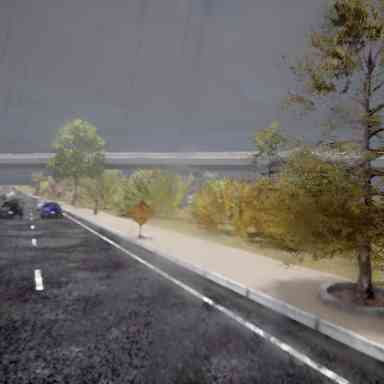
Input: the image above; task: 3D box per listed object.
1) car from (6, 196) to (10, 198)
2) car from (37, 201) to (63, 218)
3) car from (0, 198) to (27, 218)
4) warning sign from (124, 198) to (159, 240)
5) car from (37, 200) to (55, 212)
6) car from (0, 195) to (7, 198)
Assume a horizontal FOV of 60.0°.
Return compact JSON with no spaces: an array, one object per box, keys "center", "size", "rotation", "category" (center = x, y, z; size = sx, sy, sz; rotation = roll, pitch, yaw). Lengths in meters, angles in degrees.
[{"center":[-21.906,1.574,41.677],"size":[1.837,1.490,4.892],"rotation":[2,0,-26],"category":"car"},{"center":[-13.187,1.641,31.190],"size":[1.812,1.442,4.674],"rotation":[2,-1,-26],"category":"car"},{"center":[-16.212,1.557,29.991],"size":[1.812,1.442,4.674],"rotation":[2,-1,-26],"category":"car"},{"center":[-2.407,1.267,15.746],"size":[1.300,1.860,1.060],"rotation":[4,0,-26],"category":"warning sign"},{"center":[-18.669,1.750,42.436],"size":[1.895,1.301,4.718],"rotation":[2,-1,-26],"category":"car"},{"center":[-37.938,1.389,66.960],"size":[1.837,1.490,4.892],"rotation":[2,-1,-26],"category":"car"}]
